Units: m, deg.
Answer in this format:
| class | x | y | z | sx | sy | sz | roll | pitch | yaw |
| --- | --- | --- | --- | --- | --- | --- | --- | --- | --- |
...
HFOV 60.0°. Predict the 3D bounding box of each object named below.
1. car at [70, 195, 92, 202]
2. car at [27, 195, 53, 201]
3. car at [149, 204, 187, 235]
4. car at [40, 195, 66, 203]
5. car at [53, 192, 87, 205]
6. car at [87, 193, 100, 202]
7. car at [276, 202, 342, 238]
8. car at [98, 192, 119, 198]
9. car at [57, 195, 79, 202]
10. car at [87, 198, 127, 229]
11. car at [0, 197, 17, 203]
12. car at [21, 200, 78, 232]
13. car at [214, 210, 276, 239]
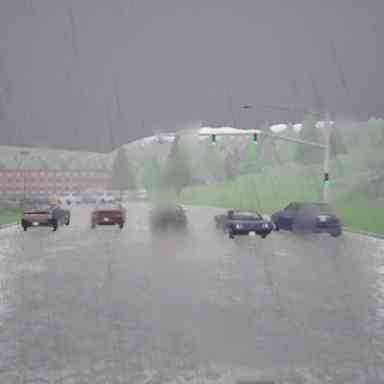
| class | x | y | z | sx | sy | sz | roll | pitch | yaw |
| --- | --- | --- | --- | --- | --- | --- | --- | --- | --- |
| car | -23.726 | 1.288 | 71.234 | 4.674 | 1.442 | 1.812 | 0 | 0 | 28 |
| car | -25.805 | 1.414 | 55.906 | 4.674 | 1.442 | 1.812 | 0 | 0 | 35 |
| car | -1.353 | 1.456 | 18.694 | 1.837 | 1.490 | 4.892 | 0 | 0 | -7 |
| car | -27.211 | 1.279 | 65.163 | 5.008 | 1.535 | 1.882 | 0 | 0 | 28 |
| car | -20.666 | 1.102 | 56.183 | 5.566 | 2.045 | 2.150 | 0 | 0 | 42 |
| car | -19.001 | 1.433 | 59.387 | 4.181 | 1.385 | 1.994 | 0 | 0 | 39 |
| car | 5.821 | 1.296 | 17.511 | 2.097 | 1.767 | 4.553 | 0 | 0 | -7 |
| car | -16.761 | 1.080 | 62.052 | 5.566 | 2.045 | 2.150 | 0 | 0 | 39 |
| car | -25.468 | 1.335 | 68.199 | 4.181 | 1.385 | 1.994 | 0 | 0 | 28 |
| car | -5.309 | 1.427 | 21.591 | 1.882 | 1.535 | 5.008 | 0 | 0 | -9 |
| car | -34.482 | 1.483 | 60.892 | 4.718 | 1.301 | 1.895 | 0 | 0 | 21 |
| car | -8.598 | 1.451 | 19.943 | 2.128 | 1.511 | 4.902 | 0 | 0 | -8 |
| car | 2.408 | 1.551 | 17.013 | 1.895 | 1.301 | 4.718 | 0 | 0 | -7 |
